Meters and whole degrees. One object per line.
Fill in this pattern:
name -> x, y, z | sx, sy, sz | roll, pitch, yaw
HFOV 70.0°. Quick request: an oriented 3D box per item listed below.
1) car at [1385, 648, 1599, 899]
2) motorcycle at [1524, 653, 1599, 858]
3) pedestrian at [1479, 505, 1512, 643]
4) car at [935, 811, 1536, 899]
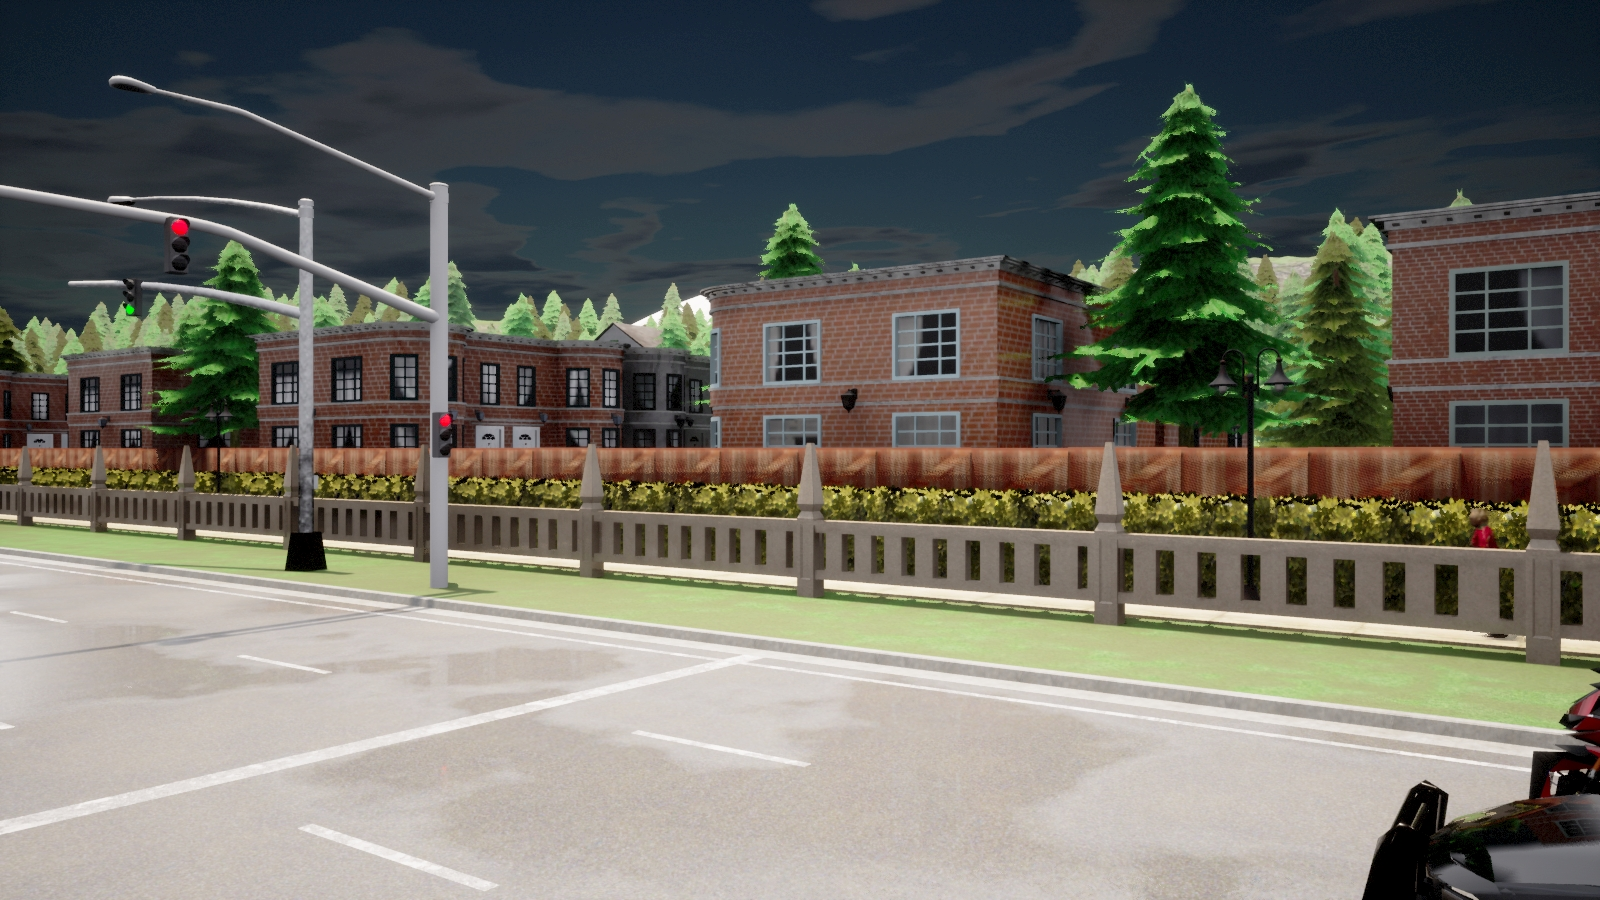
car -> 5.302, 1.983, 4.345 | 5.238, 1.638, 2.097 | 0, 0, 35
motorcycle -> 6.334, 2.205, 7.895 | 2.209, 1.251, 0.867 | 0, 0, 35
pedestrian -> 9.644, 1.701, 15.837 | 0.375, 1.860, 0.375 | 0, 0, 35
car -> 2.178, 2.065, 2.259 | 4.193, 1.474, 1.816 | 0, 0, 35
